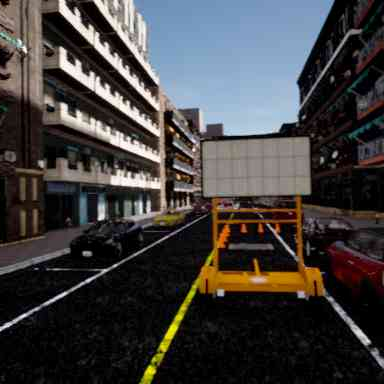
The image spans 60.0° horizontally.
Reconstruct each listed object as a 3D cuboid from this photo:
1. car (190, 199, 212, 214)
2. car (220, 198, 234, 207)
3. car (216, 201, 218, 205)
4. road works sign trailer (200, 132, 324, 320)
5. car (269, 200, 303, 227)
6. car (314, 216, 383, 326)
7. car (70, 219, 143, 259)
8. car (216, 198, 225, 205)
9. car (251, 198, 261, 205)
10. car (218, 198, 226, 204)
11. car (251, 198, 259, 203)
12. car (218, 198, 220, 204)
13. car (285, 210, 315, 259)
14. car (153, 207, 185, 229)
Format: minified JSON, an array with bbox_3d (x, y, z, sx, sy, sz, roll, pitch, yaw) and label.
[{"bbox_3d":[0.932,1.904,41.630,1.967,1.590,4.097,-1,-1,9],"label":"car"},{"bbox_3d":[6.811,2.170,62.244,1.895,1.301,4.718,-1,-1,9],"label":"car"},{"bbox_3d":[2.641,2.136,52.771,1.802,1.307,4.206,-1,-1,9],"label":"car"},{"bbox_3d":[1.435,0.522,7.481,2.380,3.560,2.880,-1,-1,9],"label":"road works sign trailer"},{"bbox_3d":[6.653,1.446,23.646,2.192,1.841,5.009,-1,-1,9],"label":"car"},{"bbox_3d":[4.096,1.433,6.932,1.967,1.590,4.097,-1,-1,9],"label":"car"},{"bbox_3d":[-3.330,1.802,13.770,1.947,1.339,4.313,-1,-1,9],"label":"car"},{"bbox_3d":[6.903,2.216,80.628,1.967,1.590,4.097,-1,-1,9],"label":"car"},{"bbox_3d":[14.359,2.061,73.954,1.752,1.417,4.829,-1,-1,9],"label":"car"},{"bbox_3d":[7.758,2.364,86.199,1.887,1.381,4.507,-1,-1,9],"label":"car"},{"bbox_3d":[16.039,2.167,84.928,1.887,1.381,4.507,-1,-1,9],"label":"car"},{"bbox_3d":[6.048,2.046,75.059,2.192,1.841,5.009,-1,-1,9],"label":"car"},{"bbox_3d":[4.952,1.590,12.501,2.008,1.369,4.403,-1,-1,9],"label":"car"},{"bbox_3d":[-1.651,1.852,24.746,1.752,1.417,4.829,-1,-1,9],"label":"car"}]
